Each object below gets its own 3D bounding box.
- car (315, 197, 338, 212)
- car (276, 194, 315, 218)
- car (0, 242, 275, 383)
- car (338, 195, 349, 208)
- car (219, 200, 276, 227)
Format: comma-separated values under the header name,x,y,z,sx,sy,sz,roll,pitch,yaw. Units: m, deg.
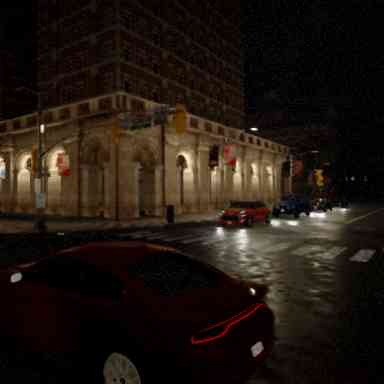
name,x,y,z,sx,sy,sz,roll,pitch,yaw
car,15.231,1.527,39.264,2.128,1.511,4.902,0,0,35
car,9.388,1.258,30.995,2.150,2.045,5.566,0,0,35
car,-1.326,1.492,4.929,5.008,1.535,1.882,0,0,35
car,21.068,1.540,47.547,1.837,1.490,4.892,0,0,35
car,3.732,1.389,23.100,2.097,1.767,4.553,0,0,37
